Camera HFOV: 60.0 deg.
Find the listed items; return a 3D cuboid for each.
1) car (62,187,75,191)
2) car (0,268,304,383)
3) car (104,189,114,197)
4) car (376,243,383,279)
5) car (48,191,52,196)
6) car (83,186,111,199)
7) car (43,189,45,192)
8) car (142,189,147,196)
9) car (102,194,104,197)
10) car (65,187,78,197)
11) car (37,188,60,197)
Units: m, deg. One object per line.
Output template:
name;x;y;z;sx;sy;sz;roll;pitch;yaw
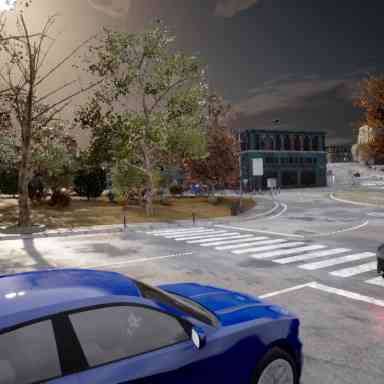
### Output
car;-25.385;0.063;69.765;2.435;2.045;5.566;0;2;17
car;-1.040;1.477;3.006;5.008;1.535;1.882;0;0;-36
car;-13.512;0.127;60.818;2.185;1.767;4.553;-2;2;16
car;6.559;1.475;8.408;4.892;1.490;1.837;0;0;-35
car;-27.736;0.295;71.617;2.231;1.521;4.892;-1;2;18
car;-18.274;0.056;64.424;2.435;2.045;5.566;-2;2;17
car;-30.070;0.263;73.452;2.097;1.535;5.008;0;2;18
car;-8.716;-0.080;57.303;2.435;2.045;5.566;-1;2;16
car;-15.930;0.288;62.438;1.946;1.575;5.366;-1;2;16
car;-23.018;0.353;67.965;2.163;1.488;4.792;-1;2;17
car;-32.427;0.103;75.253;2.185;1.767;4.553;0;2;18
